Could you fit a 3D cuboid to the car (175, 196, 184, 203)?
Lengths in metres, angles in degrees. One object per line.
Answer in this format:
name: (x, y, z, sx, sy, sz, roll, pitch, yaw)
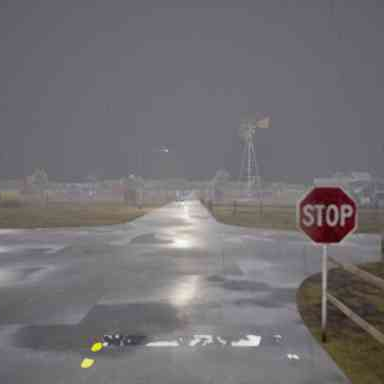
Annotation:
car: (-2.710, 1.669, 72.424, 2.128, 1.511, 4.902, 0, 0, 0)
